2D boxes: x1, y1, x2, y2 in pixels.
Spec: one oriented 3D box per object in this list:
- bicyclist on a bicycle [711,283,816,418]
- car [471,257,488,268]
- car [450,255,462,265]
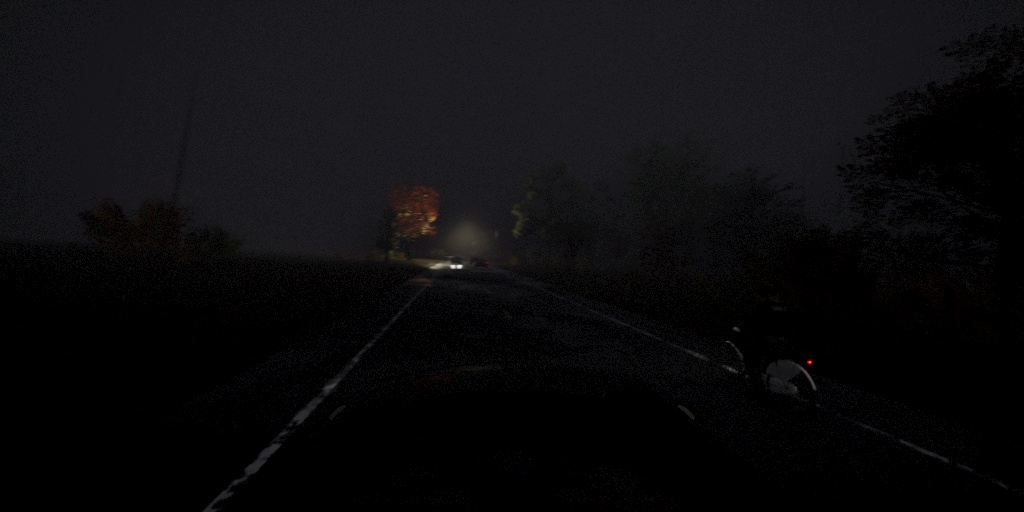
[{"bbox_3d":[3.663,1.274,5.399,0.659,1.776,1.843,2,0,-9],"label":"bicyclist on a bicycle"},{"bbox_3d":[-4.710,1.056,54.019,1.994,1.385,4.181,2,0,-9],"label":"car"},{"bbox_3d":[-9.801,0.758,63.325,2.128,1.511,4.902,2,0,-8],"label":"car"}]
